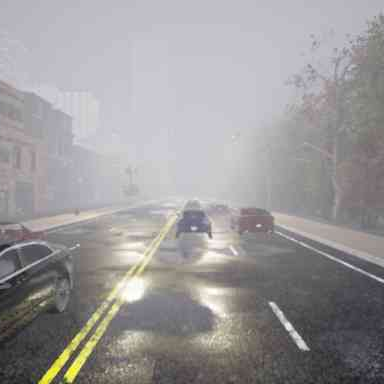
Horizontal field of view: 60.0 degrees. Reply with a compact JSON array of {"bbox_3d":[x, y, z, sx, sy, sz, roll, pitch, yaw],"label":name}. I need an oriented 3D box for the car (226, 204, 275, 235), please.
[{"bbox_3d":[3.349,1.539,19.163,1.882,1.535,5.008,0,0,0],"label":"car"}]

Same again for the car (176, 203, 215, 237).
[{"bbox_3d":[0.092,1.583,18.231,1.812,1.442,4.674,0,0,0],"label":"car"}]

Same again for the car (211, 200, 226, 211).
[{"bbox_3d":[3.349,1.733,42.456,1.895,1.301,4.718,0,0,0],"label":"car"}]

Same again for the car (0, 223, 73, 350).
[{"bbox_3d":[-3.334,1.503,4.841,2.128,1.511,4.902,0,0,1],"label":"car"}]

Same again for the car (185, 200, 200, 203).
[{"bbox_3d":[0.099,1.700,43.400,1.994,1.385,4.181,0,0,0],"label":"car"}]

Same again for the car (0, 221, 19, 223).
[{"bbox_3d":[-6.566,1.635,10.480,1.895,1.301,4.718,0,0,0],"label":"car"}]
